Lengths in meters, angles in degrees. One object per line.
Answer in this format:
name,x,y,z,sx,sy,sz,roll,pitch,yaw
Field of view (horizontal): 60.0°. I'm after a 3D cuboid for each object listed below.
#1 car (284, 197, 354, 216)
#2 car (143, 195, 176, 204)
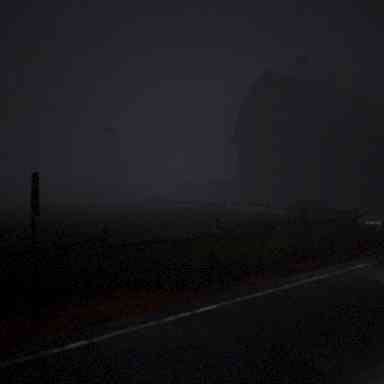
car,8.357,1.130,21.987,1.837,1.490,4.892,-1,1,-33
car,-3.730,1.106,37.932,1.882,1.535,5.008,-1,1,-38
